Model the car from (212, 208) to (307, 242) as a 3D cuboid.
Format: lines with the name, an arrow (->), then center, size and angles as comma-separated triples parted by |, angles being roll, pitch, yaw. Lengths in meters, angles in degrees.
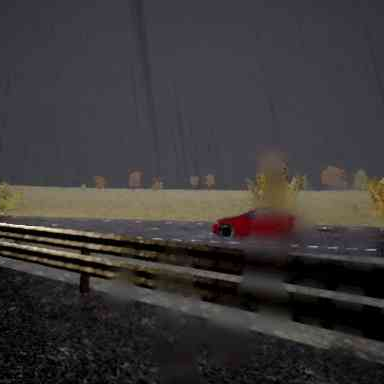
car -> 3.051, 1.425, 15.248 | 4.181, 1.385, 1.994 | 0, 0, 20
